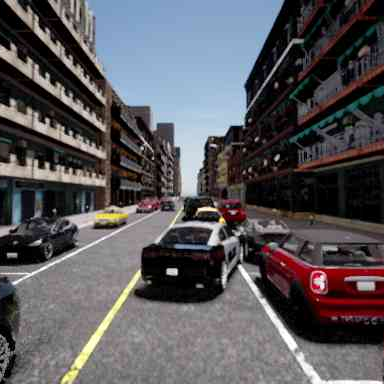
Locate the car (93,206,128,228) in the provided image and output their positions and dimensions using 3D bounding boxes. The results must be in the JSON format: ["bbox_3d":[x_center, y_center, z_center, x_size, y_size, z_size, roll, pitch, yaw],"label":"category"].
[{"bbox_3d":[-5.708,1.698,23.808,1.752,1.417,4.829,0,0,0],"label":"car"}]

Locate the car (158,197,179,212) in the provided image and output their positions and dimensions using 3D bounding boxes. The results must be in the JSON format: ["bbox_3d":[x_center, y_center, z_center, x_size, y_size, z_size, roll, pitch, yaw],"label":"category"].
[{"bbox_3d":[-3.130,1.818,43.772,1.837,1.490,4.892,0,-1,0],"label":"car"}]

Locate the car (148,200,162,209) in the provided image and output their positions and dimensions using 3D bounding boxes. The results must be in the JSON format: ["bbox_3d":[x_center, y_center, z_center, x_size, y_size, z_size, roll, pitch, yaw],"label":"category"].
[{"bbox_3d":[-5.732,1.953,52.160,1.802,1.307,4.206,0,0,0],"label":"car"}]

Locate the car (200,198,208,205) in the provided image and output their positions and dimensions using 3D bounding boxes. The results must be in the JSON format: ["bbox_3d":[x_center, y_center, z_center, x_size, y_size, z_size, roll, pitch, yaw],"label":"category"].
[{"bbox_3d":[2.631,2.053,74.878,1.752,1.417,4.829,0,0,0],"label":"car"}]

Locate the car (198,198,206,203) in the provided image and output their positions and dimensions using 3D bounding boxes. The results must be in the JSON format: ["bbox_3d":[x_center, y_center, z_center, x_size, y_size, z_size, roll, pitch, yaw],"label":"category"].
[{"bbox_3d":[2.622,2.147,85.980,1.887,1.381,4.507,0,0,0],"label":"car"}]

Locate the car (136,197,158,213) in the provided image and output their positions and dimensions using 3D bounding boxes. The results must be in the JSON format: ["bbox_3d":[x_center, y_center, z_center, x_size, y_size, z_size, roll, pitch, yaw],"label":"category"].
[{"bbox_3d":[-5.722,1.733,40.889,1.967,1.590,4.097,0,0,0],"label":"car"}]

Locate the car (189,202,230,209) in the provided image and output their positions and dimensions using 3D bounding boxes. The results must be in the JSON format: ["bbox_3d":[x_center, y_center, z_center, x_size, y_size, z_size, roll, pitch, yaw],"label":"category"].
[{"bbox_3d":[0.885,1.597,19.396,1.801,1.575,5.366,0,0,0],"label":"car"}]

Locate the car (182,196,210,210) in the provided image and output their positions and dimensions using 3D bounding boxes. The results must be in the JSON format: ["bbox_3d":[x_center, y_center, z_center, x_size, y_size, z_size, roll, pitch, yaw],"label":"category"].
[{"bbox_3d":[0.557,1.402,25.194,2.150,2.045,5.566,0,0,-3],"label":"car"}]

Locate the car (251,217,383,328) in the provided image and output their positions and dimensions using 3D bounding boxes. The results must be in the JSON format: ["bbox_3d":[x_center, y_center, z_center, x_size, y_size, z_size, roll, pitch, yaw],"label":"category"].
[{"bbox_3d":[2.687,1.493,7.074,1.967,1.590,4.097,0,0,0],"label":"car"}]

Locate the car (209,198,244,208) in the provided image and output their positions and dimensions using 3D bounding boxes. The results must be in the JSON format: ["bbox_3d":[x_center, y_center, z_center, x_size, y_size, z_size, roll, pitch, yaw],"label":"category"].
[{"bbox_3d":[2.674,1.489,23.983,2.192,1.841,5.009,0,0,0],"label":"car"}]

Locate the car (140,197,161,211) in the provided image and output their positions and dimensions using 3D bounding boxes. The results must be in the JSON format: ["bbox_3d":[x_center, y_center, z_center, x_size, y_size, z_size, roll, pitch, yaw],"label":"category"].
[{"bbox_3d":[-5.725,1.647,46.526,2.192,1.841,5.009,0,0,0],"label":"car"}]

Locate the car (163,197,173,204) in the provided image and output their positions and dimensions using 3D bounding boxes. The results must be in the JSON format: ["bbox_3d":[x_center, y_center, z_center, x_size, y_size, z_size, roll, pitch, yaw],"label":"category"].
[{"bbox_3d":[-5.754,2.005,80.341,1.967,1.590,4.097,0,0,0],"label":"car"}]

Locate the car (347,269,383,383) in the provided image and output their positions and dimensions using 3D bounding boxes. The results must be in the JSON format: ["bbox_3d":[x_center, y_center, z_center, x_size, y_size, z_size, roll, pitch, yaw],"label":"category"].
[{"bbox_3d":[2.691,1.556,1.437,1.887,1.381,4.507,0,0,0],"label":"car"}]

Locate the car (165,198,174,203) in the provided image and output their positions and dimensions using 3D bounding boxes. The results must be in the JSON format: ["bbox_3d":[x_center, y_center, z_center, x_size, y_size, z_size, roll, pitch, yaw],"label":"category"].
[{"bbox_3d":[-5.758,2.148,85.978,1.887,1.381,4.507,0,0,0],"label":"car"}]

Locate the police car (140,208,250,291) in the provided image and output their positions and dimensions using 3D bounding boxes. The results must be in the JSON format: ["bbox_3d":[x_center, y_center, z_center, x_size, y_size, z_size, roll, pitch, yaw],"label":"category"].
[{"bbox_3d":[0.291,1.495,9.493,1.930,1.638,5.238,0,0,16],"label":"police car"}]

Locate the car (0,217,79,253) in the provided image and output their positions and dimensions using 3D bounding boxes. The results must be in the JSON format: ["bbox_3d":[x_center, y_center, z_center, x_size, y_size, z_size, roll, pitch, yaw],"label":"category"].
[{"bbox_3d":[-5.699,1.659,12.705,1.947,1.339,4.313,0,0,0],"label":"car"}]

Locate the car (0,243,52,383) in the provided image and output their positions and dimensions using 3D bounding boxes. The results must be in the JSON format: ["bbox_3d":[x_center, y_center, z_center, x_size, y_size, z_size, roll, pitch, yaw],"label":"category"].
[{"bbox_3d":[-3.102,1.509,2.309,2.128,1.511,4.902,0,0,0],"label":"car"}]
